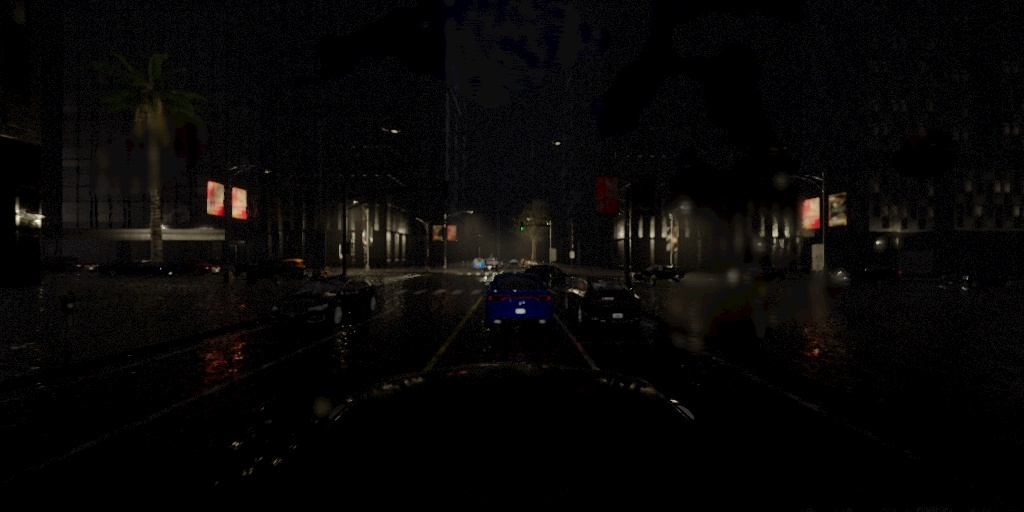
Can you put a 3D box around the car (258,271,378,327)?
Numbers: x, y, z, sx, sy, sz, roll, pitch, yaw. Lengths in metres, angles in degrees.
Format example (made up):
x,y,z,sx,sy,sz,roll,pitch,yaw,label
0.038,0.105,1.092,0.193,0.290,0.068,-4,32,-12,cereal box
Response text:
x,y,z,sx,sy,sz,roll,pitch,yaw,label
-5.765,1.333,11.550,2.007,1.370,4.403,0,0,0,car

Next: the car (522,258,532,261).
x,y,z,sx,sy,sz,roll,pitch,yaw,label
2.991,1.476,59.414,1.751,1.417,4.829,0,0,1,car

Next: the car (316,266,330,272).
x,y,z,sx,sy,sz,roll,pitch,yaw,label
-18.090,1.025,30.330,5.008,1.535,1.882,1,0,0,car

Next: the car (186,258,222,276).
x,y,z,sx,sy,sz,roll,pitch,yaw,label
-27.292,0.912,30.355,4.674,1.442,1.812,1,0,0,car

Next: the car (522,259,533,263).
x,y,z,sx,sy,sz,roll,pitch,yaw,label
2.940,1.481,53.732,2.007,1.370,4.403,0,0,1,car

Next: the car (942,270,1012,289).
x,y,z,sx,sy,sz,roll,pitch,yaw,label
43.376,2.053,33.544,4.553,1.767,2.097,1,0,1,car

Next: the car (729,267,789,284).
x,y,z,sx,sy,sz,roll,pitch,yaw,label
23.157,1.807,33.649,4.902,1.511,2.128,1,0,0,car

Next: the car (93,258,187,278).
x,y,z,sx,sy,sz,roll,pitch,yaw,label
-27.989,0.958,27.103,4.718,1.301,1.895,1,0,0,car

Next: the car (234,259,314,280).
x,y,z,sx,sy,sz,roll,pitch,yaw,label
-18.091,1.009,27.085,5.008,1.535,1.882,1,0,1,car

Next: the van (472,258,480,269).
x,y,z,sx,sy,sz,roll,pitch,yaw,label
-5.536,1.292,59.318,1.690,1.789,3.998,0,0,1,van

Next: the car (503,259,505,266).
x,y,z,sx,sy,sz,roll,pitch,yaw,label
-2.807,1.503,60.658,2.033,1.411,5.357,0,0,1,car

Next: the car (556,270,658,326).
x,y,z,sx,sy,sz,roll,pitch,yaw,label
2.760,1.333,11.549,2.007,1.370,4.403,0,0,0,car

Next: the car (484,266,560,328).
x,y,z,sx,sy,sz,roll,pitch,yaw,label
0.132,1.260,11.632,1.882,1.535,5.008,0,0,-2,car

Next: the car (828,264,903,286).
x,y,z,sx,sy,sz,roll,pitch,yaw,label
33.079,1.726,33.609,5.566,2.045,2.150,1,0,0,car

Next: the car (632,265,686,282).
x,y,z,sx,sy,sz,roll,pitch,yaw,label
13.738,1.631,33.663,4.902,1.511,2.128,1,0,-1,car

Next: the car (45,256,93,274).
x,y,z,sx,sy,sz,roll,pitch,yaw,label
-37.963,0.729,30.401,4.674,1.442,1.812,1,0,0,car

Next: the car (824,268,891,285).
x,y,z,sx,sy,sz,roll,pitch,yaw,label
35.403,2.043,36.849,5.008,1.535,1.882,1,0,0,car

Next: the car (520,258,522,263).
x,y,z,sx,sy,sz,roll,pitch,yaw,label
3.038,1.522,64.757,2.007,1.370,4.403,0,0,1,car

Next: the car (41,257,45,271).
x,y,z,sx,sy,sz,roll,pitch,yaw,label
-39.079,0.694,27.153,4.674,1.442,1.812,1,0,0,car

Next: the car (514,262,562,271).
x,y,z,sx,sy,sz,roll,pitch,yaw,label
2.352,1.336,23.899,1.837,1.490,4.892,-2,-1,31,car

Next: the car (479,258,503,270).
x,y,z,sx,sy,sz,roll,pitch,yaw,label
-2.919,1.412,50.918,2.128,1.511,4.902,0,0,2,car
